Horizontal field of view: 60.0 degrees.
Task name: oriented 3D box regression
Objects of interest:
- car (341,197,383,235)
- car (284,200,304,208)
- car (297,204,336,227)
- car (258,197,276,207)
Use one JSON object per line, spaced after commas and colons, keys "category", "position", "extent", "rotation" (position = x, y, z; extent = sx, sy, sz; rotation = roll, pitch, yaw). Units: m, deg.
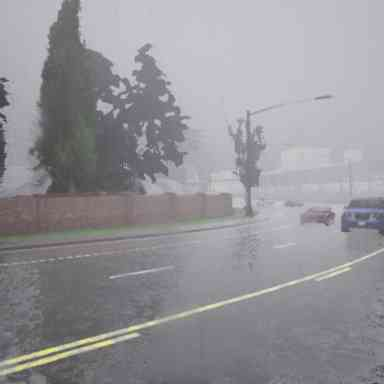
{"category": "car", "position": [10.493, 1.328, 19.868], "extent": [2.150, 2.045, 5.566], "rotation": [0, -1, 34]}
{"category": "car", "position": [18.611, 2.125, 60.785], "extent": [2.033, 1.411, 5.357], "rotation": [-1, -1, -5]}
{"category": "car", "position": [9.431, 1.769, 24.701], "extent": [1.895, 1.301, 4.718], "rotation": [-1, -1, 30]}
{"category": "car", "position": [14.616, 2.032, 65.579], "extent": [2.150, 2.045, 5.566], "rotation": [-1, 0, -6]}
